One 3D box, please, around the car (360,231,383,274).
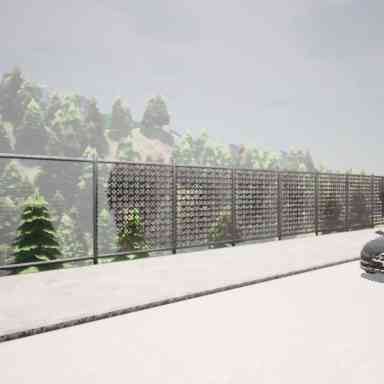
[{"bbox_3d":[6.658,1.504,9.409,4.892,1.490,1.837,0,0,-36],"label":"car"}]
